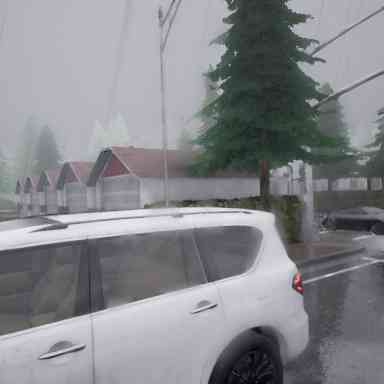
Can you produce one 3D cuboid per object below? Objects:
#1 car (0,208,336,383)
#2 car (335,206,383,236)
[{"bbox_3d":[-1.321,1.238,3.045,5.566,2.045,2.150,-1,0,-34],"label":"car"},{"bbox_3d":[8.964,1.408,17.244,1.994,1.385,4.181,-3,-1,-32],"label":"car"}]
